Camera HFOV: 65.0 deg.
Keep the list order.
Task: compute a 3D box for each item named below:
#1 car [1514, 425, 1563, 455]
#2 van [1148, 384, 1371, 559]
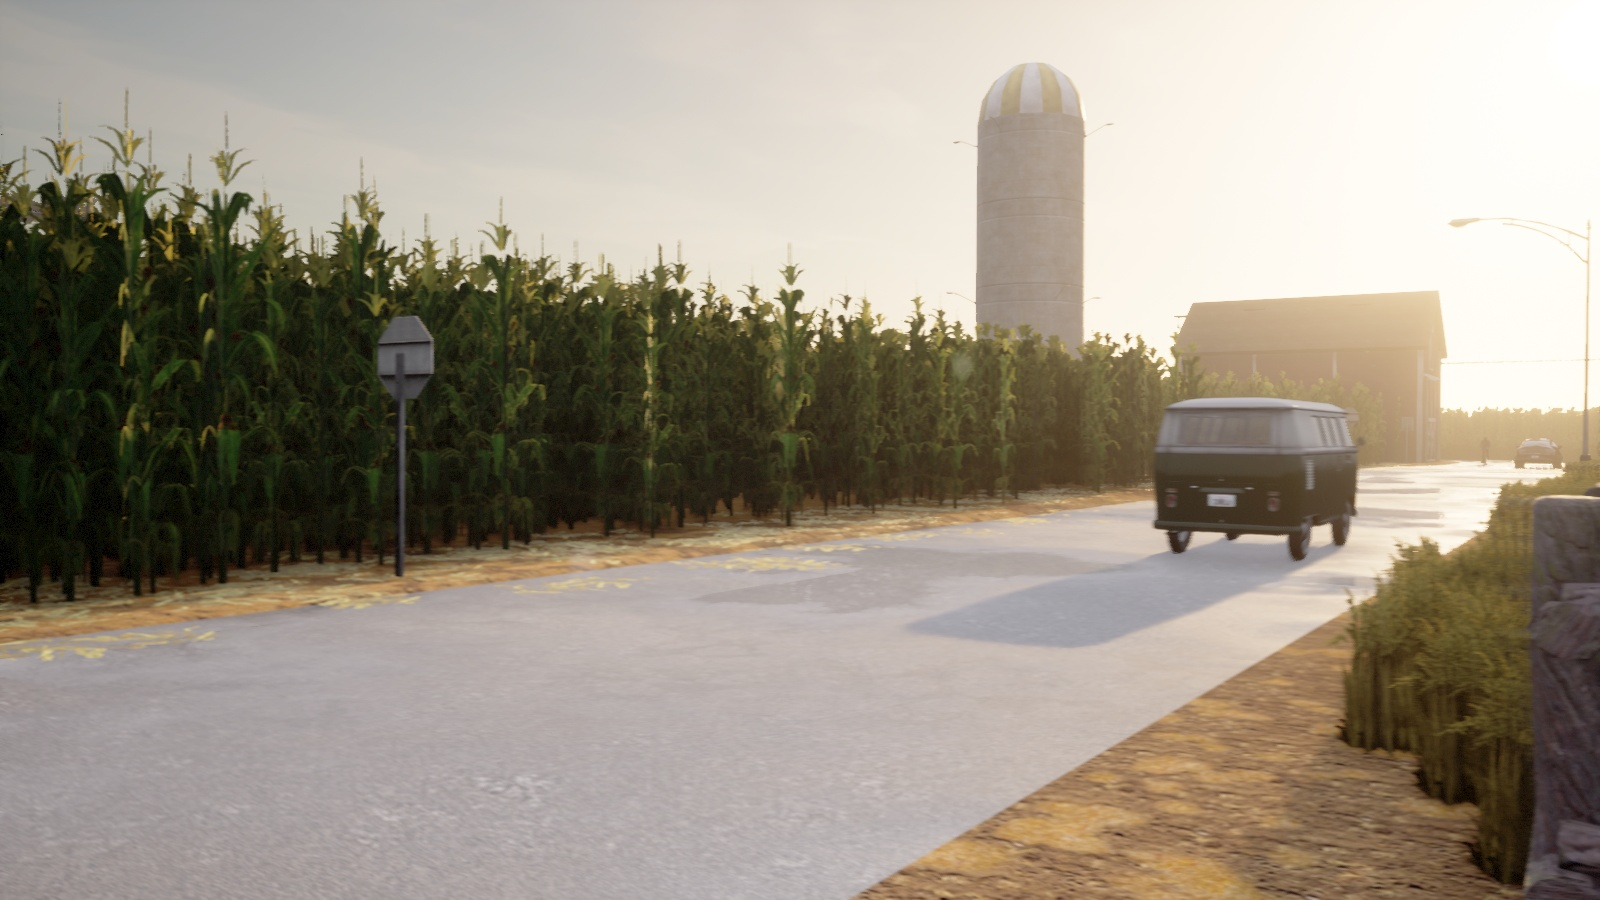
[{"bbox_3d":[36.395,-0.489,61.837,1.812,1.442,4.674,0,0,34],"label":"car"},{"bbox_3d":[6.208,0.205,16.642,1.775,1.987,4.442,0,1,34],"label":"van"}]
